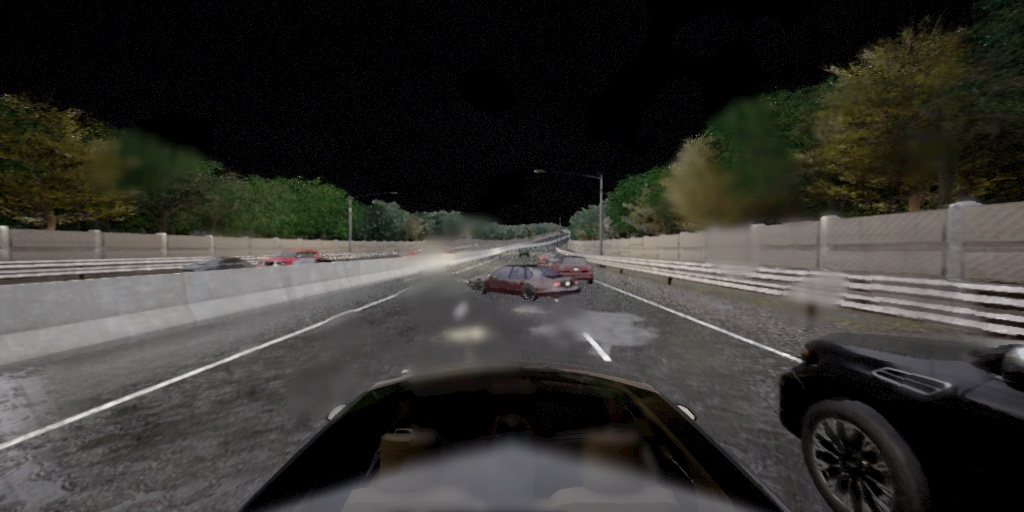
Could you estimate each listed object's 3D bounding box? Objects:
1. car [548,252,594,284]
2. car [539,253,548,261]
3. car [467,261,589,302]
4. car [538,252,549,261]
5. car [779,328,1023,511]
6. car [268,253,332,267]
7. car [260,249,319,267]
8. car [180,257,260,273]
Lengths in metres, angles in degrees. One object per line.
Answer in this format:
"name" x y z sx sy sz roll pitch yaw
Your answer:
"car" 3.702 0.743 22.581 2.097 1.767 4.553 0 1 1
"car" 3.956 0.748 33.504 2.033 1.411 5.357 0 1 2
"car" 0.362 1.059 15.381 2.033 1.411 5.357 -1 1 -44
"car" 4.310 0.333 44.351 2.097 1.767 4.553 0 1 2
"car" 3.497 0.988 0.855 2.150 2.045 5.566 0 1 0
"car" -13.839 0.811 24.474 1.882 1.535 5.008 0 1 1
"car" -17.256 0.485 28.239 2.150 2.045 5.566 0 1 2
"car" -20.821 0.811 25.506 1.837 1.490 4.892 0 1 1
